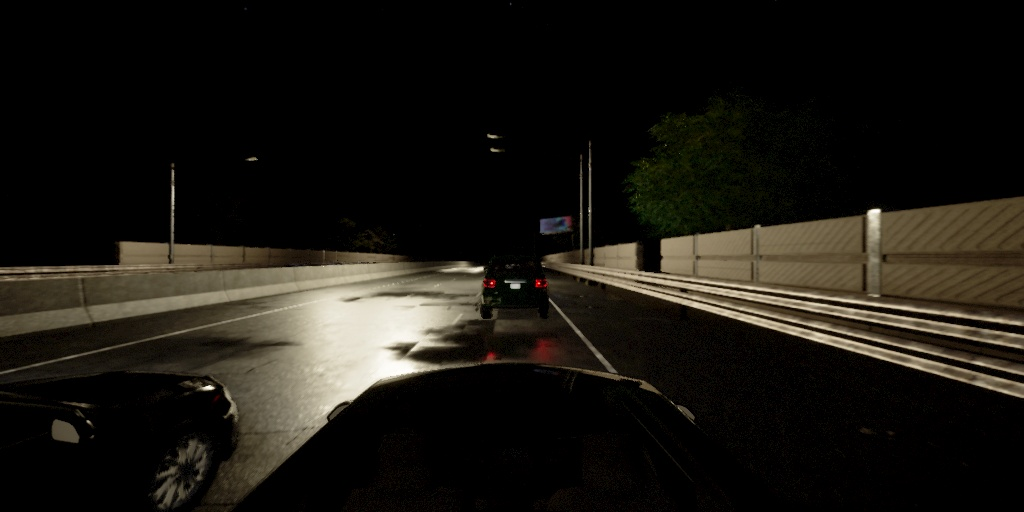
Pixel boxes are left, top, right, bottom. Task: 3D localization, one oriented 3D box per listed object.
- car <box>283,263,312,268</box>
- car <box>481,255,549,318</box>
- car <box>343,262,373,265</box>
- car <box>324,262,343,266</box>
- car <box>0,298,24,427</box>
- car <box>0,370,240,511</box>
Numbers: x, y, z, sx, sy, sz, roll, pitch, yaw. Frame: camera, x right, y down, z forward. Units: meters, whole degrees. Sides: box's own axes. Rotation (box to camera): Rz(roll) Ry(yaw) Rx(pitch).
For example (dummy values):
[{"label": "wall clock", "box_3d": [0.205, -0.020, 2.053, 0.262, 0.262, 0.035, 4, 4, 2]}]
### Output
[{"label": "car", "box_3d": [-24.589, 1.491, 40.989, 1.994, 1.385, 4.181, 0, 0, 0]}, {"label": "car", "box_3d": [0.099, 0.994, 13.283, 2.150, 2.045, 5.566, 0, 0, 0]}, {"label": "car", "box_3d": [-17.596, 1.486, 42.732, 2.033, 1.411, 5.357, 0, 0, 0]}, {"label": "car", "box_3d": [-21.091, 1.431, 42.772, 2.128, 1.511, 4.902, 0, 0, 0]}, {"label": "car", "box_3d": [-6.900, 1.255, 1.952, 1.837, 1.490, 4.892, 0, 0, 0]}, {"label": "car", "box_3d": [-3.400, 1.255, 1.267, 1.837, 1.490, 4.892, 0, 0, 0]}]
